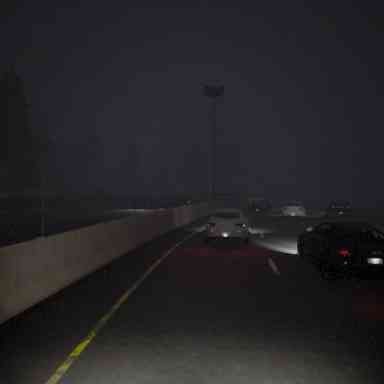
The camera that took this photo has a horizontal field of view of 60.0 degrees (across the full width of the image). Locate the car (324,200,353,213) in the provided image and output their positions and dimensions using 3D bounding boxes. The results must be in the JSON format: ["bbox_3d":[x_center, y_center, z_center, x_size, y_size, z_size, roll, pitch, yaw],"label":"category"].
[{"bbox_3d":[12.102,1.375,27.548,2.128,1.511,4.902,0,0,19],"label":"car"}]

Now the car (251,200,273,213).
[{"bbox_3d":[7.210,1.431,34.450,1.895,1.301,4.718,0,0,22],"label":"car"}]

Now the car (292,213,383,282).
[{"bbox_3d":[4.379,1.524,9.542,1.994,1.385,4.181,0,0,6],"label":"car"}]

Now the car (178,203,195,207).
[{"bbox_3d":[-0.882,1.360,42.634,1.895,1.301,4.718,0,0,25],"label":"car"}]

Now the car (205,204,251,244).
[{"bbox_3d":[1.708,1.445,15.382,1.812,1.442,4.674,0,0,10],"label":"car"}]

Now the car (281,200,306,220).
[{"bbox_3d":[8.096,1.402,26.583,1.812,1.442,4.674,0,0,17],"label":"car"}]

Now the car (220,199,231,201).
[{"bbox_3d":[4.702,0.979,46.087,2.150,2.045,5.566,0,0,28],"label":"car"}]
